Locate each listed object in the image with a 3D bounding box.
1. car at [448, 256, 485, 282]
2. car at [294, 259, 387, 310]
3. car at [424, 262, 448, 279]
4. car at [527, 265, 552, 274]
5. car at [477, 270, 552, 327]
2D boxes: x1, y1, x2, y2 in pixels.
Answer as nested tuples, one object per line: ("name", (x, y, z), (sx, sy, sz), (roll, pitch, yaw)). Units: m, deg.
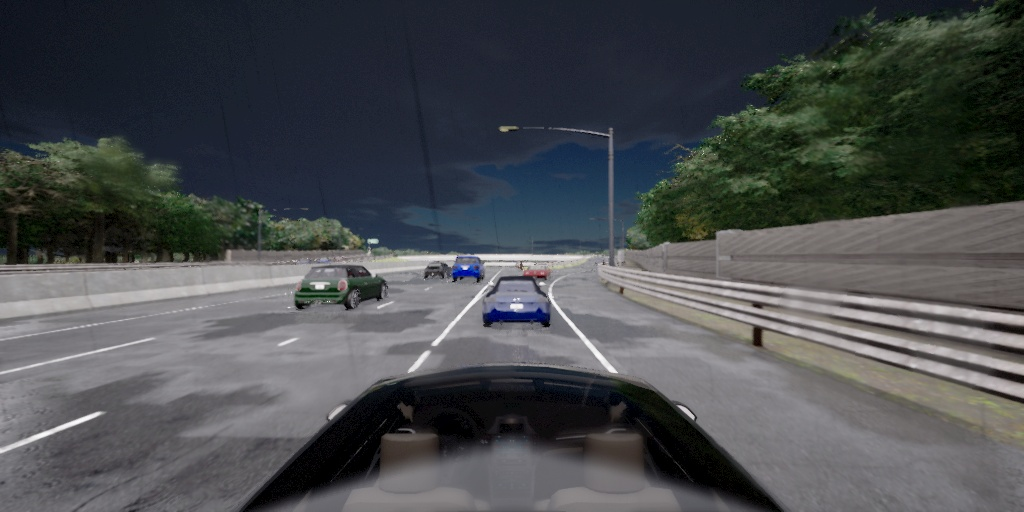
("car", (-3.492, 1.034, 29.425), (2.150, 2.045, 5.566), (0, 0, 0))
("car", (-6.896, 1.131, 14.989), (2.097, 1.767, 4.553), (0, 0, 0))
("car", (-6.890, 1.331, 33.621), (1.837, 1.490, 4.892), (0, 0, 0))
("car", (2.303, 1.417, 30.763), (1.895, 1.301, 4.718), (0, 0, 12))
("car", (0.154, 1.335, 11.690), (1.994, 1.385, 4.181), (0, 0, 1))
